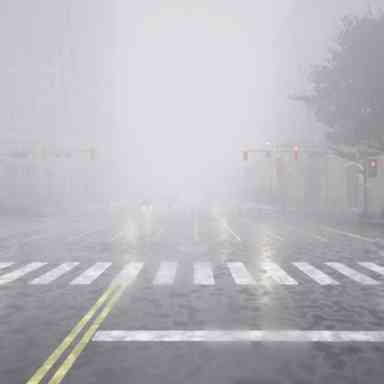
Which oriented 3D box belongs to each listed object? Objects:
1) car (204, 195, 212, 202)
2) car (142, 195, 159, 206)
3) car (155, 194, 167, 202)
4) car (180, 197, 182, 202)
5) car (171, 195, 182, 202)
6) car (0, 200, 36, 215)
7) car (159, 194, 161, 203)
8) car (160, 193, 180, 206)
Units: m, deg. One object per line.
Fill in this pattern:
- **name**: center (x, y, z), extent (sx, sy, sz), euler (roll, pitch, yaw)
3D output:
- **car**: center (3.691, 1.504, 78.514), extent (2.128, 1.511, 4.902), euler (0, 0, 1)
- **car**: center (-7.074, 1.549, 54.895), extent (1.994, 1.385, 4.181), euler (0, 0, 0)
- **car**: center (-6.860, 1.335, 73.840), extent (2.097, 1.767, 4.553), euler (0, 0, 1)
- **car**: center (-3.513, 1.204, 64.146), extent (2.150, 2.045, 5.566), euler (0, 0, 1)
- **car**: center (-3.354, 1.505, 74.369), extent (2.128, 1.511, 4.902), euler (0, 0, 1)
- **car**: center (-17.994, 1.517, 32.992), extent (4.674, 1.442, 1.812), euler (0, 0, 0)
- **car**: center (-7.016, 1.509, 63.920), extent (1.812, 1.442, 4.674), euler (0, 0, 1)
- **car**: center (-3.577, 1.337, 54.565), extent (2.097, 1.767, 4.553), euler (0, 0, 0)
